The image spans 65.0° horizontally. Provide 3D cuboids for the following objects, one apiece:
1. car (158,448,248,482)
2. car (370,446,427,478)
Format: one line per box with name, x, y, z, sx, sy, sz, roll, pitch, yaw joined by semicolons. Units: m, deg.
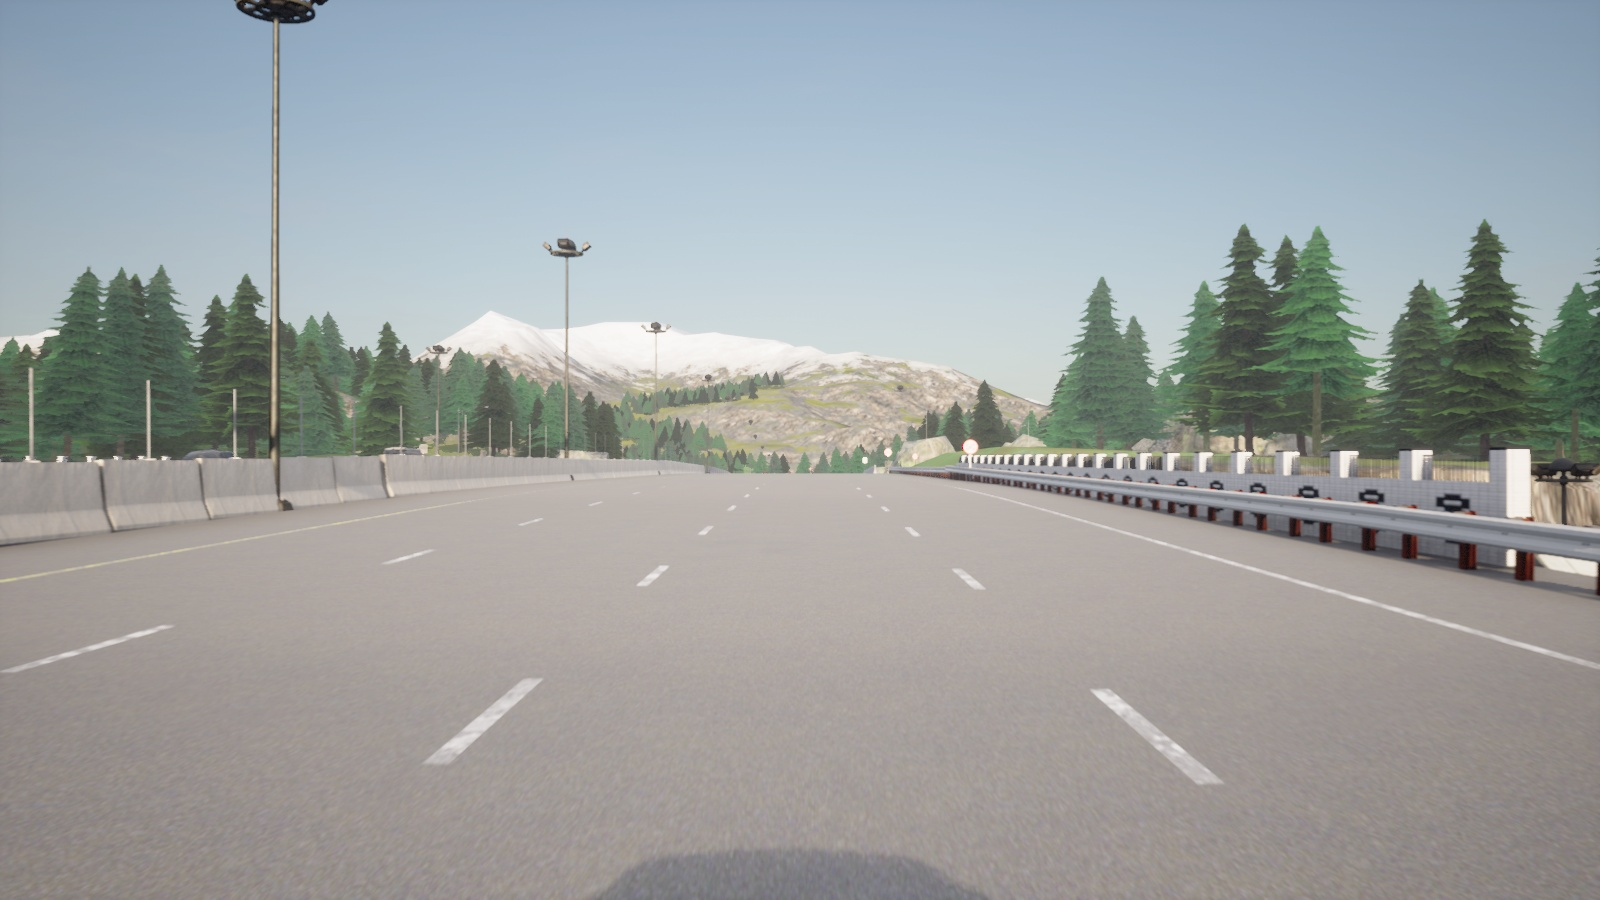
car;-27.648;0.697;58.337;1.837;1.490;4.892;0;-1;0
car;-24.042;0.715;75.366;1.932;1.855;4.605;0;-1;0
